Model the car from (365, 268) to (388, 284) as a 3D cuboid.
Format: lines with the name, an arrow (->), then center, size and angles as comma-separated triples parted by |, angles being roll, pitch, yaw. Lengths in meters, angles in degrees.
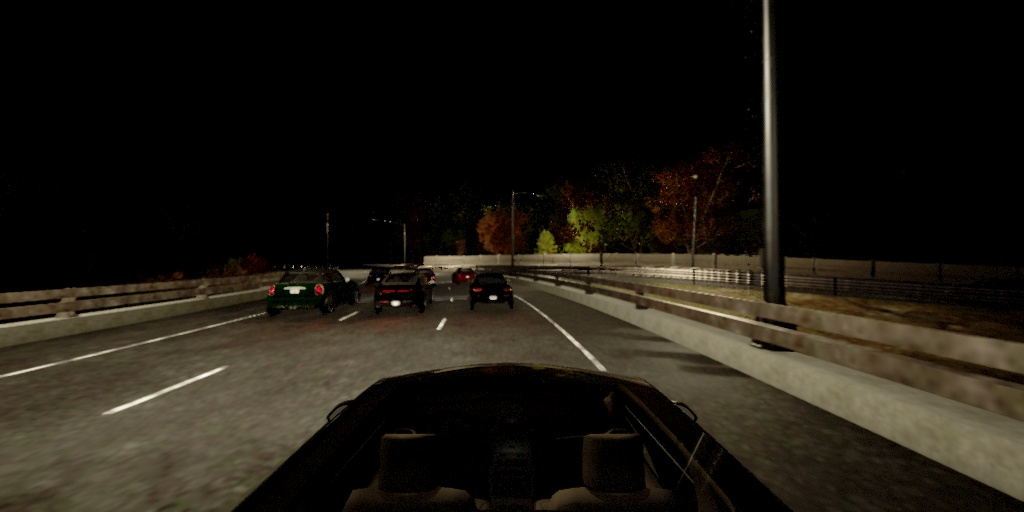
car -> -11.132, 1.694, 30.443 | 1.812, 1.442, 4.674 | 0, -1, -16

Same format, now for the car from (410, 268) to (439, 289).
car -> -6.954, 1.674, 28.420 | 2.033, 1.411, 5.357 | 0, -1, -14

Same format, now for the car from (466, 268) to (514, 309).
car -> -1.023, 1.467, 16.093 | 1.812, 1.442, 4.674 | 0, -1, -8

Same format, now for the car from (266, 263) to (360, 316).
car -> -7.892, 1.302, 14.724 | 2.097, 1.767, 4.553 | 0, -1, -7

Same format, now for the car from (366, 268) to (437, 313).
car -> -4.414, 1.448, 15.124 | 1.837, 1.490, 4.892 | 0, 0, -7

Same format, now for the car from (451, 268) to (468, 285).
car -> -4.171, 1.721, 31.527 | 1.994, 1.385, 4.181 | 0, -1, -15

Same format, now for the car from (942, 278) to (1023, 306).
car -> 37.569, 2.739, 27.673 | 5.566, 2.045, 2.150 | 3, 1, 28
